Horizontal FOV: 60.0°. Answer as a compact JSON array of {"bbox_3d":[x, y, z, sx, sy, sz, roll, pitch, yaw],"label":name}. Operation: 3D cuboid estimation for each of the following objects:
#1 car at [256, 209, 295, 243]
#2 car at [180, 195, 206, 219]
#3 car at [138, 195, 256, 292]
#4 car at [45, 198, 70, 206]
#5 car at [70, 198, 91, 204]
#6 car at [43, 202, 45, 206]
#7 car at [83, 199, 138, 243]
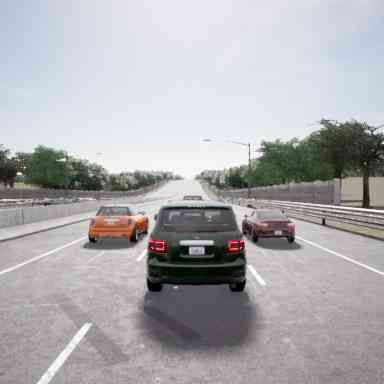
[{"bbox_3d":[3.584,1.526,16.075,1.812,1.442,4.674,0,0,0],"label":"car"},{"bbox_3d":[0.069,1.264,30.583,2.150,2.045,5.566,0,0,0],"label":"car"},{"bbox_3d":[0.091,1.218,9.078,2.150,2.045,5.566,0,0,0],"label":"car"},{"bbox_3d":[-17.628,1.630,45.000,1.837,1.490,4.892,0,0,0],"label":"car"},{"bbox_3d":[-14.128,1.615,44.759,2.128,1.511,4.902,0,0,0],"label":"car"},{"bbox_3d":[-21.099,1.771,51.095,1.895,1.301,4.718,0,0,0],"label":"car"},{"bbox_3d":[-3.421,1.352,16.308,2.097,1.767,4.553,0,0,1],"label":"car"}]
